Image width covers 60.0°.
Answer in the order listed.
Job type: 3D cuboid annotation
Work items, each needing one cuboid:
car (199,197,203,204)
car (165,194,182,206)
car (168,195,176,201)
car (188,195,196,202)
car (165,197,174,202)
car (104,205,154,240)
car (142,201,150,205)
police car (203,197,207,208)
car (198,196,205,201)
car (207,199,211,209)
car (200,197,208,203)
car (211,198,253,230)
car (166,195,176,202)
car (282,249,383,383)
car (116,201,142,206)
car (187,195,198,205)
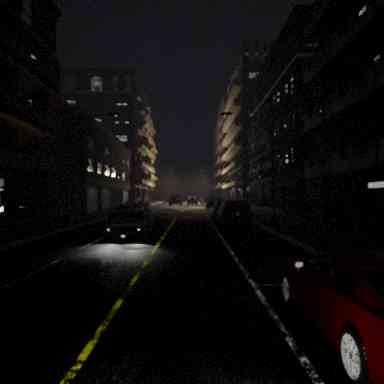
[{"bbox_3d":[2.736,1.801,72.223,1.752,1.417,4.829,1,0,0],"label":"car"},{"bbox_3d":[-3.011,1.445,59.365,2.150,2.045,5.566,0,0,1],"label":"car"},{"bbox_3d":[-5.630,1.677,94.383,2.192,1.841,5.009,1,0,0],"label":"car"},{"bbox_3d":[0.040,1.651,84.432,2.097,1.767,4.553,0,0,0],"label":"car"},{"bbox_3d":[-5.639,1.884,83.240,1.947,1.339,4.313,1,0,0],"label":"car"},{"bbox_3d":[-3.093,1.614,17.583,2.033,1.411,5.357,0,0,0],"label":"car"},{"bbox_3d":[-5.664,1.707,33.099,1.802,1.307,4.206,1,0,0],"label":"car"},{"bbox_3d":[3.022,1.608,48.074,1.930,1.638,5.238,0,0,0],"label":"police car"},{"bbox_3d":[2.745,1.944,94.338,1.802,1.307,4.206,1,0,0],"label":"car"},{"bbox_3d":[2.718,1.419,27.485,2.192,1.841,5.009,1,0,0],"label":"car"},{"bbox_3d":[2.738,1.879,77.625,1.802,1.307,4.206,1,0,0],"label":"car"},{"bbox_3d":[2.715,1.398,21.915,2.192,1.841,5.009,1,0,0],"label":"car"},{"bbox_3d":[-5.633,1.655,88.811,2.192,1.841,5.009,1,0,0],"label":"car"},{"bbox_3d":[2.704,1.565,5.200,1.887,1.381,4.507,1,0,0],"label":"car"},{"bbox_3d":[-5.666,1.649,27.529,1.887,1.381,4.507,1,0,0],"label":"car"},{"bbox_3d":[0.061,1.781,65.621,1.812,1.442,4.674,0,0,1],"label":"car"}]
